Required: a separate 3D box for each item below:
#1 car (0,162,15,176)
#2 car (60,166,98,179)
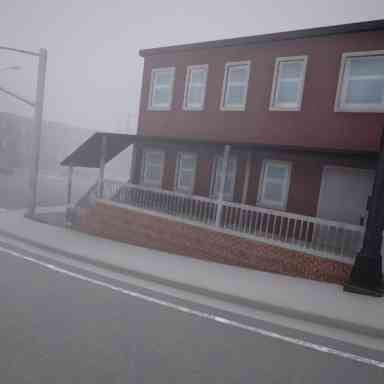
[{"bbox_3d":[-20.200,-2.459,33.467,1.994,1.385,4.181,10,6,35],"label":"car"},{"bbox_3d":[-14.153,-2.513,41.827,1.837,1.490,4.892,10,6,35],"label":"car"}]
